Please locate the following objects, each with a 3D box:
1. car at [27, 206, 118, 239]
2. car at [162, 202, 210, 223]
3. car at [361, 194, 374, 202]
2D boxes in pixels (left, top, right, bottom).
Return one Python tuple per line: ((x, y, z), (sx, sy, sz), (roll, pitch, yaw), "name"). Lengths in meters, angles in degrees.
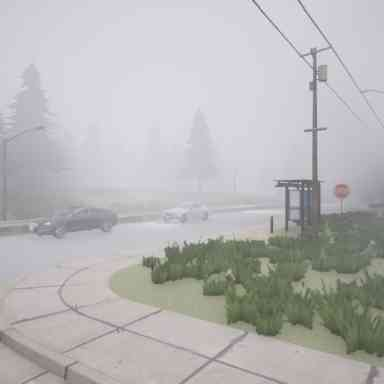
((-6.198, 1.495, 17.791), (2.128, 1.511, 4.902), (0, 0, 36), "car")
((-0.354, 1.529, 25.865), (1.812, 1.442, 4.674), (0, 0, 36), "car")
((40.373, 1.357, 76.496), (2.097, 1.767, 4.553), (0, 0, 36), "car")
